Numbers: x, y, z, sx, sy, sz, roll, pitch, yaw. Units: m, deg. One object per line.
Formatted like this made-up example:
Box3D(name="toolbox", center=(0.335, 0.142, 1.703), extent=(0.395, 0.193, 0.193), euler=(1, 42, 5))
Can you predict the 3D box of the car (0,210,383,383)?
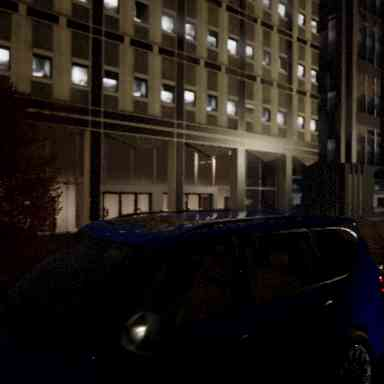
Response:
Box3D(name="car", center=(-0.261, 1.238, 3.188), extent=(5.566, 2.045, 2.150), euler=(1, -1, -37))
